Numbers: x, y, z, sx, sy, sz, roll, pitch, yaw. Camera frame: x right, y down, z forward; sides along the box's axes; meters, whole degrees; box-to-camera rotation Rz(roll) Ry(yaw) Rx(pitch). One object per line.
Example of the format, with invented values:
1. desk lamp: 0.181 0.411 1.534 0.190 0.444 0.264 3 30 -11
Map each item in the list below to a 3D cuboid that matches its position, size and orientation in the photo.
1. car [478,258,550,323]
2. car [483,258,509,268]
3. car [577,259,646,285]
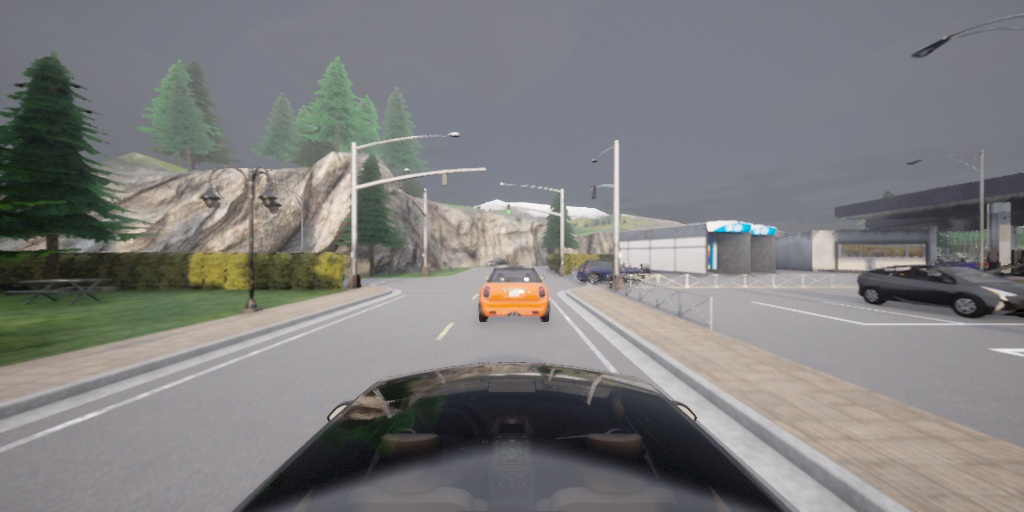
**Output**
1. car: 0.072 1.069 12.181 2.097 1.767 4.553 0 0 0
2. car: -2.535 1.062 57.341 2.128 1.511 4.902 0 0 25
3. car: 6.937 1.027 24.986 4.553 1.767 2.097 0 0 -7
